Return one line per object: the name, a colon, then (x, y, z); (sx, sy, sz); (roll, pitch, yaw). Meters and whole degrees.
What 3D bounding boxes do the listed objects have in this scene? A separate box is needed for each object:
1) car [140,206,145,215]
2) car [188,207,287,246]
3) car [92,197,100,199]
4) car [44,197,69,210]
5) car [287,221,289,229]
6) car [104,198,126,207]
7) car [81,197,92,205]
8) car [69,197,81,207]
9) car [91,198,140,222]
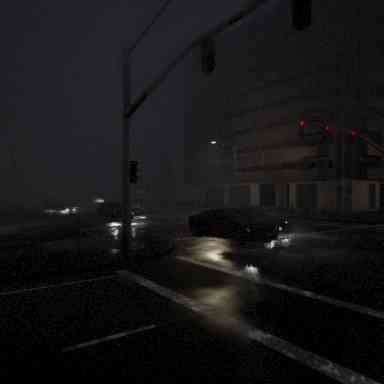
car: (-6.511, 1.581, 33.585); (1.812, 1.442, 4.674); (0, 0, -36)
car: (1.786, 1.519, 15.865); (1.882, 1.535, 5.008); (0, -1, -35)
car: (-18.061, 1.581, 62.202); (1.812, 1.442, 4.674); (0, 0, -34)
car: (-18.333, 1.533, 44.179); (1.882, 1.535, 5.008); (0, 0, -35)
car: (3.176, 1.600, 20.096); (2.033, 1.411, 5.357); (0, 0, -37)
car: (-12.782, 1.656, 54.780); (1.895, 1.301, 4.718); (0, 0, -36)
car: (-20.010, 1.547, 58.895); (2.128, 1.511, 4.902); (0, 0, -35)
car: (-19.551, 1.548, 52.029); (2.128, 1.511, 4.902); (0, 0, -35)
car: (-6.414, 1.556, 27.386); (1.837, 1.490, 4.892); (0, 1, -35)
